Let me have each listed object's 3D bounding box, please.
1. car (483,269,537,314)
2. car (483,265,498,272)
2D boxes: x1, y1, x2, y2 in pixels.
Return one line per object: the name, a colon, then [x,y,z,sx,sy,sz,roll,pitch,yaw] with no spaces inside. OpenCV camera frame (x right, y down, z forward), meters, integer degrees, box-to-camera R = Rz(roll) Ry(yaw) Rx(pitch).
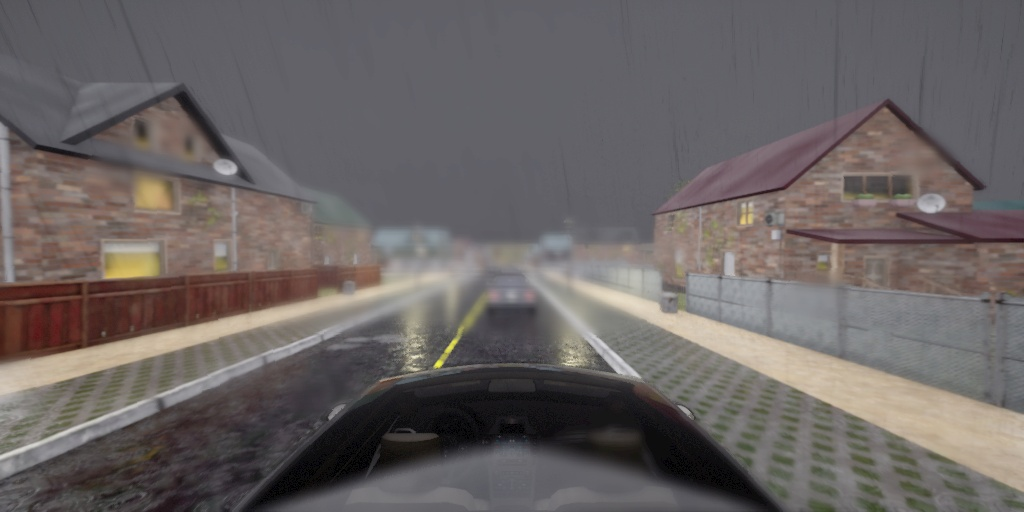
car: [0.008,1.416,14.363,2.033,1.411,5.357,0,-1,0]
car: [-2.776,1.845,48.184,1.994,1.385,4.181,0,-1,0]
